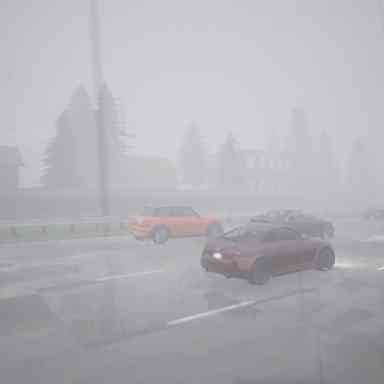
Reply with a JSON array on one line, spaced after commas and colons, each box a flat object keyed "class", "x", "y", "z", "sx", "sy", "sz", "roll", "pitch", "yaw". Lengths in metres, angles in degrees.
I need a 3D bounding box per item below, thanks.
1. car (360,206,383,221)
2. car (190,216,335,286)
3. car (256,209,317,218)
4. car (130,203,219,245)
[{"class": "car", "x": 16.388, "y": 1.818, "z": 28.331, "sx": 4.718, "sy": 1.301, "sz": 1.895, "roll": 0, "pitch": 0, "yaw": -35}, {"class": "car", "x": 2.287, "y": 1.618, "z": 9.676, "sx": 4.181, "sy": 1.385, "sz": 1.994, "roll": 0, "pitch": 0, "yaw": -36}, {"class": "car", "x": 4.761, "y": 1.587, "z": 15.739, "sx": 4.902, "sy": 1.511, "sz": 2.128, "roll": 0, "pitch": 0, "yaw": -36}, {"class": "car", "x": -0.626, "y": 1.416, "z": 16.196, "sx": 4.553, "sy": 1.767, "sz": 2.097, "roll": 1, "pitch": 0, "yaw": -35}]
